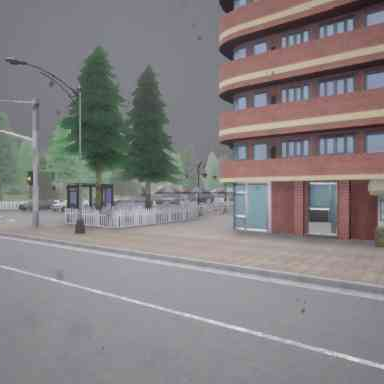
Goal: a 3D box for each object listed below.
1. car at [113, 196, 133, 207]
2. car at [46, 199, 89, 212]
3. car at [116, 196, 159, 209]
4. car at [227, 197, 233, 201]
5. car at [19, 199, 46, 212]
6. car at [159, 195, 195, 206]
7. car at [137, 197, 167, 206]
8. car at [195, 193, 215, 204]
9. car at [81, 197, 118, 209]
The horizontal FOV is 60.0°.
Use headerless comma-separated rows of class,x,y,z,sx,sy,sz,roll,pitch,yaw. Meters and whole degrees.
car,-8.243,1.297,44.844,2.097,1.767,4.553,0,0,38
car,-13.574,1.470,37.588,1.812,1.442,4.674,0,0,36
car,-6.659,1.545,41.016,1.895,1.301,4.718,0,0,35
car,8.057,1.449,55.374,4.892,1.490,1.837,0,-1,-31
car,-17.492,1.508,38.101,1.994,1.385,4.181,0,0,36
car,-2.565,1.492,51.949,5.357,1.411,2.033,0,0,-45
car,-6.322,1.470,52.743,1.812,1.442,4.674,0,0,42
car,1.543,1.166,59.692,5.566,2.045,2.150,0,0,-34
car,-12.467,1.470,45.076,1.812,1.442,4.674,0,0,37
